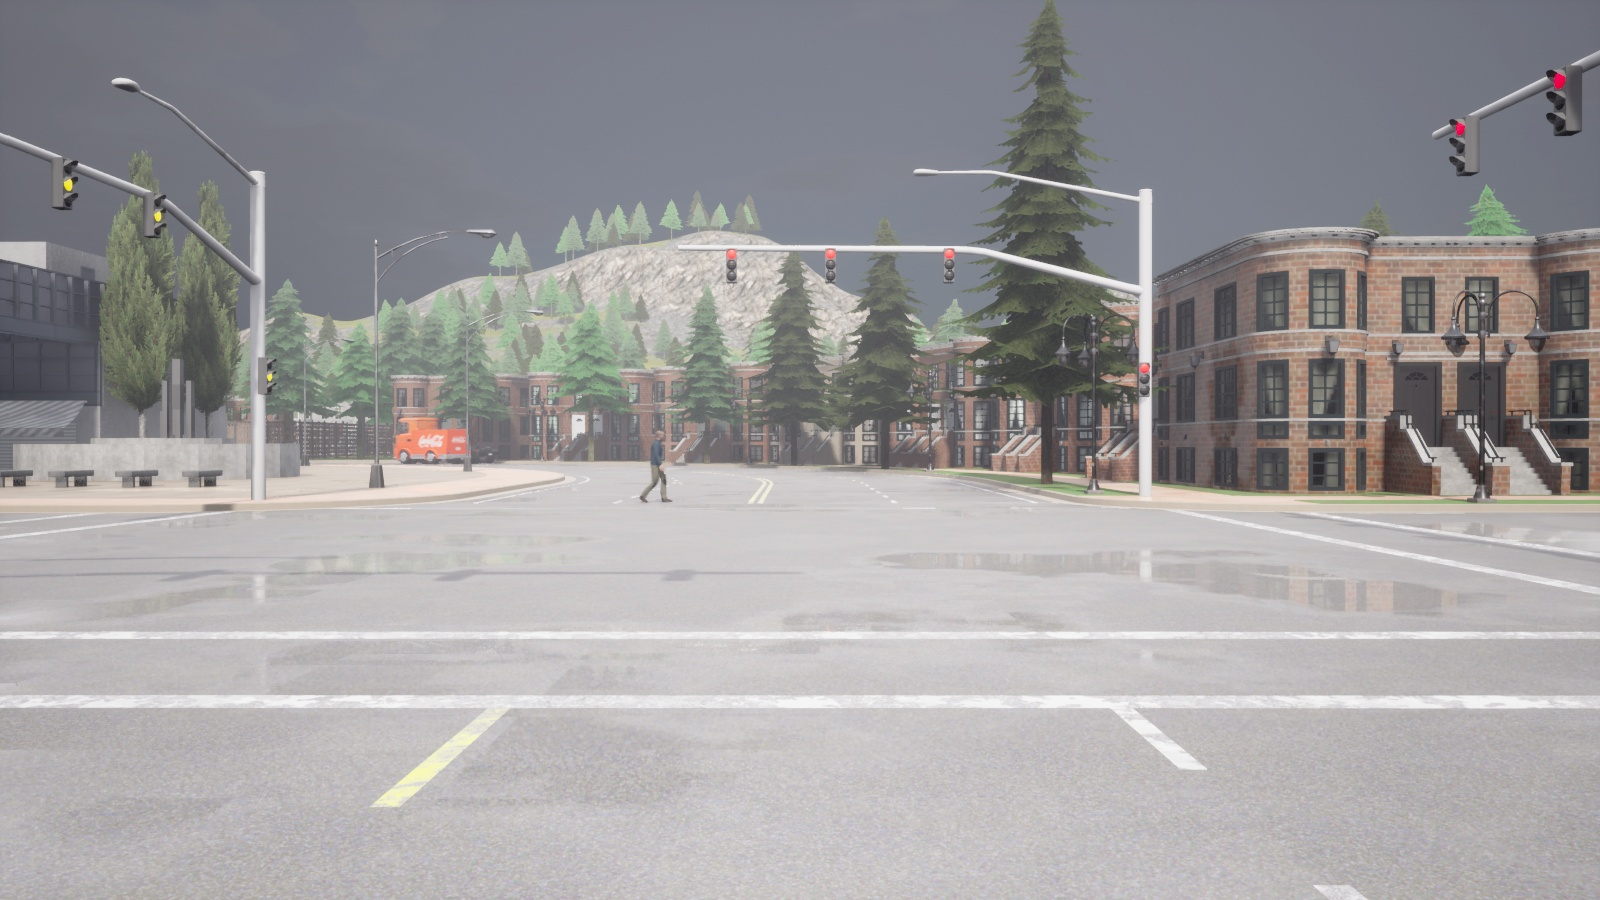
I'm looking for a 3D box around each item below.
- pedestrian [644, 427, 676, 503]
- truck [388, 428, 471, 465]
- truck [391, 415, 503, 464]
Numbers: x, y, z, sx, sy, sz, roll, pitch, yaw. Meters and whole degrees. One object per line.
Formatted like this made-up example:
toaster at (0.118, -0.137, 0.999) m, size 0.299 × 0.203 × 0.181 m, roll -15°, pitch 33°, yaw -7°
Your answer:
pedestrian at (-3.440, 0.358, 30.825) m, size 0.726 × 1.842 × 0.402 m, roll 0°, pitch 0°, yaw 2°
truck at (-25.833, -0.255, 87.578) m, size 5.204 × 2.467 × 2.627 m, roll 0°, pitch 0°, yaw 27°
truck at (-25.706, -0.772, 91.411) m, size 7.936 × 3.462 × 2.891 m, roll 0°, pitch 0°, yaw 26°
